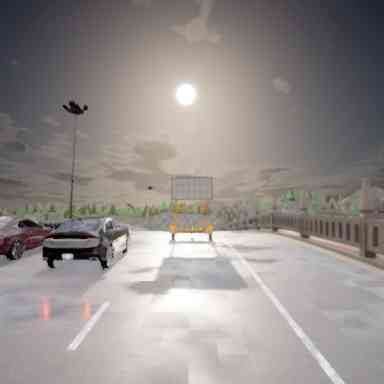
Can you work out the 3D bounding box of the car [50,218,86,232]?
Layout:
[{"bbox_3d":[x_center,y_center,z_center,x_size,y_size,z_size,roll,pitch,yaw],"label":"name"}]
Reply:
[{"bbox_3d":[-14.099,3.790,38.114,2.033,1.411,5.357,0,-8,0],"label":"car"}]

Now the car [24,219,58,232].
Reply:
[{"bbox_3d":[-17.599,3.966,39.037,1.895,1.301,4.718,0,-8,0],"label":"car"}]

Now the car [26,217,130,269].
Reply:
[{"bbox_3d":[-3.403,1.605,11.527,2.128,1.511,4.902,0,-1,0],"label":"car"}]

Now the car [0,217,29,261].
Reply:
[{"bbox_3d":[-6.903,1.670,12.715,1.812,1.442,4.674,0,-2,0],"label":"car"}]

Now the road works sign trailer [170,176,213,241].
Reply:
[{"bbox_3d":[0.003,0.868,18.925,2.380,3.560,2.880,0,-3,2],"label":"road works sign trailer"}]
